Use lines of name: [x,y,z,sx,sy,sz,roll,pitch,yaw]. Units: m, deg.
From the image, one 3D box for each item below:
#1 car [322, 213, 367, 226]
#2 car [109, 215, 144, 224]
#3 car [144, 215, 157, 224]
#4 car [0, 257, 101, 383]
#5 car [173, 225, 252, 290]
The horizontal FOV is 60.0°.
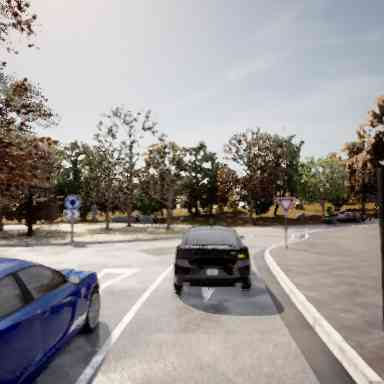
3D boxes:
car: [18.071,3.231,39.598,4.718,1.301,1.895,-4,-3,-8]
car: [-10.400,4.142,50.228,4.902,1.511,2.128,0,-4,15]
car: [-7.621,4.388,52.730,4.181,1.385,1.994,-1,-4,20]
car: [-2.599,1.525,3.995,1.882,1.535,5.008,0,-1,2]
car: [0.565,1.713,9.719,1.882,1.535,5.008,0,-3,3]
